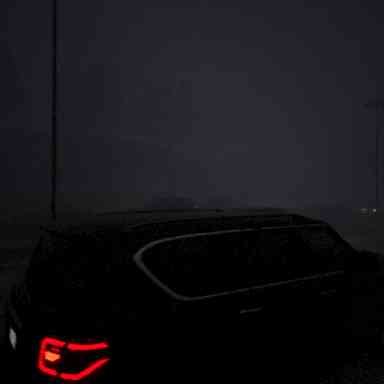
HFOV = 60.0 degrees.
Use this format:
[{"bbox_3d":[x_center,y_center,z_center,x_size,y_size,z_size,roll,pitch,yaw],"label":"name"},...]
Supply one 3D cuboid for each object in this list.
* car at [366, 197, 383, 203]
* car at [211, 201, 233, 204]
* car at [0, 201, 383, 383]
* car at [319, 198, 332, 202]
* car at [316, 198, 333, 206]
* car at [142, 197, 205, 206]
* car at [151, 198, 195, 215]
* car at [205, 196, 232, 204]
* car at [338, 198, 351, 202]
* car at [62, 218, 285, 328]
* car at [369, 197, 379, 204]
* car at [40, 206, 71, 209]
[{"bbox_3d":[28.482,1.724,52.182,2.097,1.767,4.553,0,0,41],"label":"car"},{"bbox_3d":[3.344,1.449,14.839,4.553,1.767,2.097,0,-1,-36],"label":"car"},{"bbox_3d":[0.735,1.251,4.248,5.566,2.045,2.150,0,0,-36],"label":"car"},{"bbox_3d":[16.942,1.906,44.802,4.718,1.301,1.895,0,0,-44],"label":"car"},{"bbox_3d":[26.474,1.977,66.344,1.812,1.442,4.674,0,0,38],"label":"car"},{"bbox_3d":[-2.130,1.367,24.108,5.566,2.045,2.150,1,-1,-37],"label":"car"},{"bbox_3d":[-2.051,1.576,37.416,4.553,1.767,2.097,0,0,-39],"label":"car"},{"bbox_3d":[2.153,1.450,36.285,5.566,2.045,2.150,1,-1,-39],"label":"car"},{"bbox_3d":[29.621,1.971,64.707,1.812,1.442,4.674,0,0,38],"label":"car"},{"bbox_3d":[-0.249,1.540,7.885,4.902,1.511,2.128,0,0,-36],"label":"car"},{"bbox_3d":[42.790,1.904,78.009,1.837,1.490,4.892,0,0,32],"label":"car"},{"bbox_3d":[-9.620,1.670,22.954,5.357,1.411,2.033,0,0,-36],"label":"car"}]
